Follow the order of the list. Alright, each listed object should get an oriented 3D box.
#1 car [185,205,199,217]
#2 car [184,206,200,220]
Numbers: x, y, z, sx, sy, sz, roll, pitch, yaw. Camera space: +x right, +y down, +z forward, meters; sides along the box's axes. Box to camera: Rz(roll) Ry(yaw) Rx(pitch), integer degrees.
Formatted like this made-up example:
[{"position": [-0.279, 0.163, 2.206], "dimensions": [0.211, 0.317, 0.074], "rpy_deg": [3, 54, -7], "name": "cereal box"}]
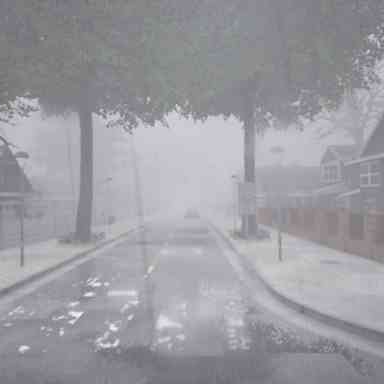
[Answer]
[{"position": [0.012, 3.012, 54.203], "dimensions": [2.097, 1.767, 4.553], "rpy_deg": [-1, -2, 0], "name": "car"}, {"position": [0.010, 2.900, 44.183], "dimensions": [1.994, 1.385, 4.181], "rpy_deg": [-1, -2, 0], "name": "car"}]
